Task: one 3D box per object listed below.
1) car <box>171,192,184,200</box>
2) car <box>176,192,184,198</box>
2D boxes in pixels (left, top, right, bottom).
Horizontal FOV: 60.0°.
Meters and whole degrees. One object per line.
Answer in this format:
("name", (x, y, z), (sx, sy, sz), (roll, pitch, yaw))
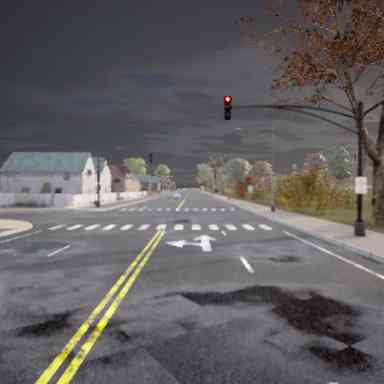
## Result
("car", (-3.211, 0.920, 70.715), (1.812, 1.442, 4.674), (0, 1, 0))
("car", (-3.202, 0.704, 89.363), (2.033, 1.411, 5.357), (0, 1, 0))
